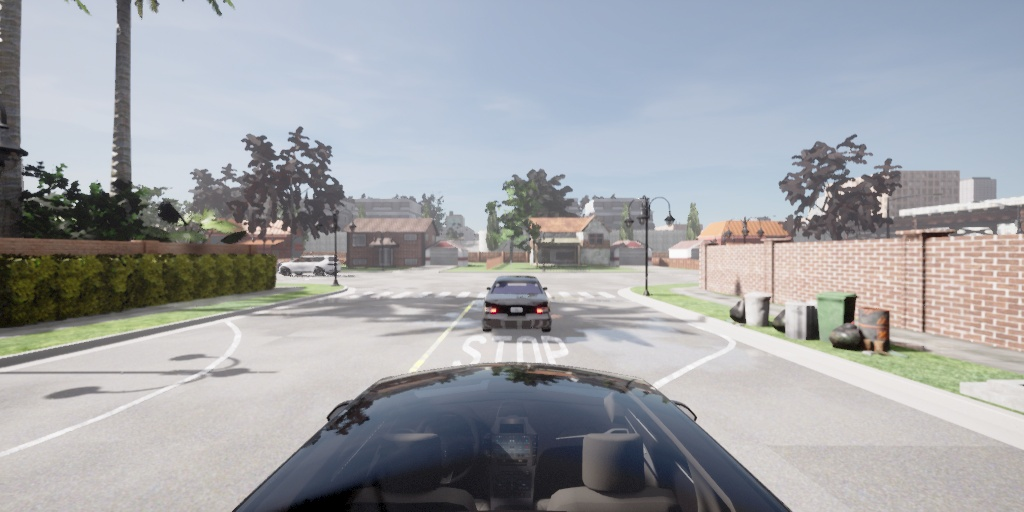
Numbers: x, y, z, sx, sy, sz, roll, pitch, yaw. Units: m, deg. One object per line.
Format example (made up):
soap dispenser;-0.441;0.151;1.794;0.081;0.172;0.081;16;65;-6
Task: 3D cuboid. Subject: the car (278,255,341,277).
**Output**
car;-19.687;0.971;34.978;5.566;2.045;2.150;0;0;4

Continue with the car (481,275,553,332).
car;0.145;1.289;10.815;2.033;1.411;5.357;0;0;1
